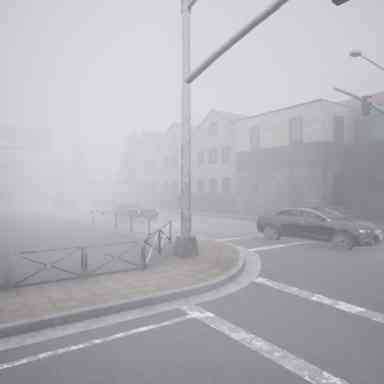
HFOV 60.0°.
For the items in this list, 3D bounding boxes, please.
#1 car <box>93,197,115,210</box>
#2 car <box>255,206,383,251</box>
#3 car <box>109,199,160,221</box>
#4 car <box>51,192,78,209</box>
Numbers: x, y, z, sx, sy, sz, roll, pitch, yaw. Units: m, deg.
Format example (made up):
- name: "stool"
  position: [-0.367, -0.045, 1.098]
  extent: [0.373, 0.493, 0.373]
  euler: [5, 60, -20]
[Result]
- name: "car"
  position: [-10.516, 1.328, 40.428]
  extent: [1.837, 1.490, 4.892]
  euler: [0, 0, -35]
- name: "car"
  position: [4.923, 1.330, 13.495]
  extent: [4.902, 1.511, 2.128]
  euler: [1, 1, 44]
- name: "car"
  position: [-4.335, 1.424, 25.320]
  extent: [1.895, 1.301, 4.718]
  euler: [0, 0, -35]
- name: "car"
  position: [-16.283, 1.049, 42.311]
  extent: [2.150, 2.045, 5.566]
  euler: [0, 0, -35]
